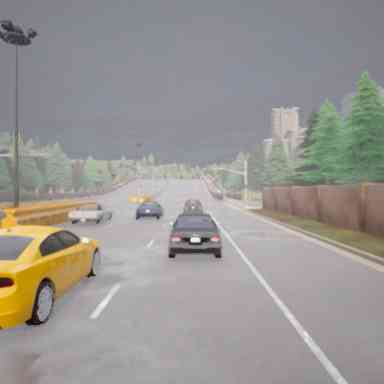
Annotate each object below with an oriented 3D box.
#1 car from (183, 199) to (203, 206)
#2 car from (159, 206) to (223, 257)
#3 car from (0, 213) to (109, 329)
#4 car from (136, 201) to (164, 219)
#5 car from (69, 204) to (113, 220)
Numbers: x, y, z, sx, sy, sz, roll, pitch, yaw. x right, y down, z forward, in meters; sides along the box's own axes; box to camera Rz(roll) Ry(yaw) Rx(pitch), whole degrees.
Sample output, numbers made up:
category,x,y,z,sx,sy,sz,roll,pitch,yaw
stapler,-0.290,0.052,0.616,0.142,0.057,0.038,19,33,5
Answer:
category,x,y,z,sx,sy,sz,roll,pitch,yaw
car,0.102,1.397,31.127,2.033,1.411,5.357,0,0,0
car,0.100,1.486,12.587,2.033,1.411,5.357,0,0,0
car,-3.400,1.443,7.024,1.882,1.535,5.008,0,0,0
car,-3.399,1.431,27.449,1.994,1.385,4.181,0,0,0
car,-6.898,1.488,23.287,1.895,1.301,4.718,0,0,0
